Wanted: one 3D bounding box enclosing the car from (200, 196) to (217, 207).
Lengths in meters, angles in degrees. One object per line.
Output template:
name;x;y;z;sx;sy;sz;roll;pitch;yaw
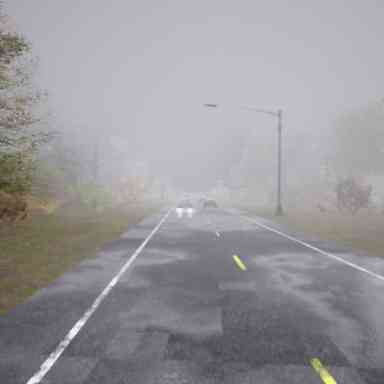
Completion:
car;2.633;1.522;49.864;1.812;1.442;4.674;0;0;-1

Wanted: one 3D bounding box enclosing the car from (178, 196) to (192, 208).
car;-0.990;1.571;47.328;1.895;1.301;4.718;0;0;-1

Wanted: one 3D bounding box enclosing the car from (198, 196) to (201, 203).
car;2.231;1.504;67.426;1.812;1.442;4.674;0;0;0
